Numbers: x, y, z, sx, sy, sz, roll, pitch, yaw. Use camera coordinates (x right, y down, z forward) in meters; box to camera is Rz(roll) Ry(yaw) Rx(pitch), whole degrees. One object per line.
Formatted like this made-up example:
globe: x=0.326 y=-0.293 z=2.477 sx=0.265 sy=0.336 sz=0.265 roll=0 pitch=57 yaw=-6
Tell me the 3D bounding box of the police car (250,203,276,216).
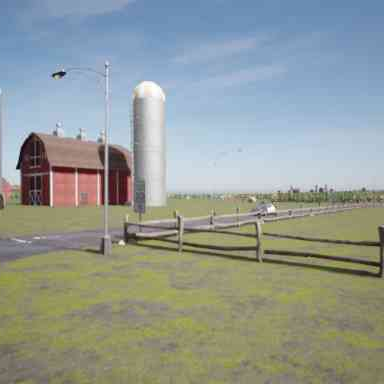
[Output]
police car: x=8.875 y=2.162 z=41.315 sx=2.038 sy=1.542 sz=4.974 roll=-1 pitch=-1 yaw=35
